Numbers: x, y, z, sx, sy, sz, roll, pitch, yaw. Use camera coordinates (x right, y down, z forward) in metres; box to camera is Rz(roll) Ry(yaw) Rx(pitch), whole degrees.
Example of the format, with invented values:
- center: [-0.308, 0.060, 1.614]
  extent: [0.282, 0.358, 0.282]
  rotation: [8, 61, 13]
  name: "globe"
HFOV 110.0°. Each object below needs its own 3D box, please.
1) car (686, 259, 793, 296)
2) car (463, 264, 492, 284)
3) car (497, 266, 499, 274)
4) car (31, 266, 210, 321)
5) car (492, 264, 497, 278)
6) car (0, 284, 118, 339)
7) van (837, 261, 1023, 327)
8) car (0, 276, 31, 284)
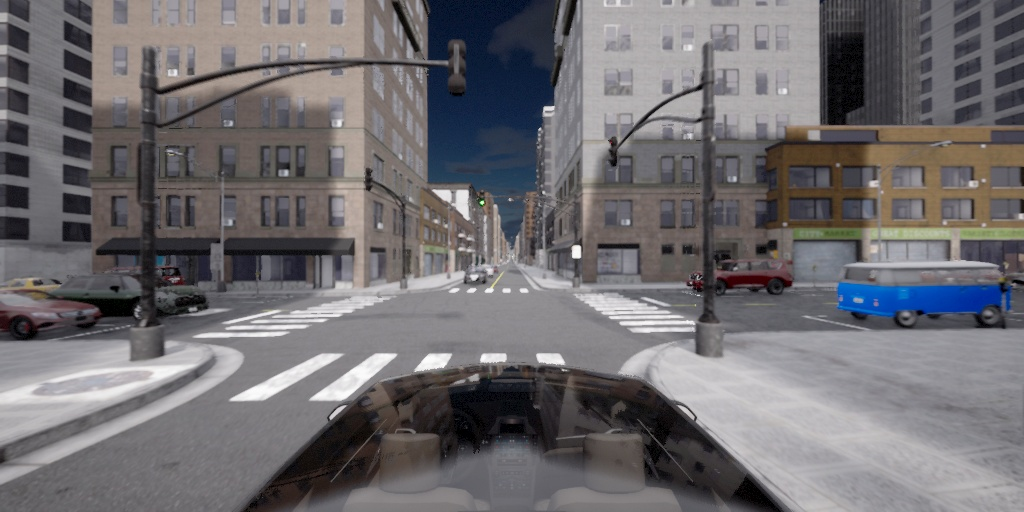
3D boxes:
- center: [12.106, 1.078, 19.171]
  extent: [5.009, 1.841, 2.192]
  rotation: [0, 0, 0]
  name: "car"
- center: [-3.093, 1.596, 31.184]
  extent: [2.128, 1.511, 4.902]
  rotation: [0, -1, -1]
  name: "car"
- center: [-3.048, 1.969, 54.342]
  extent: [1.994, 1.385, 4.181]
  rotation: [0, -1, 0]
  name: "car"
- center: [-14.003, 1.407, 13.244]
  extent: [4.553, 1.767, 2.097]
  rotation: [-1, 0, 0]
  name: "car"
- center: [-3.070, 1.757, 41.189]
  extent: [1.812, 1.442, 4.674]
  rotation: [0, -1, 0]
  name: "car"
- center: [-14.813, 1.634, 10.591]
  extent: [4.207, 1.307, 1.802]
  rotation: [0, 0, 0]
  name: "car"
- center: [12.124, 1.062, 10.646]
  extent: [3.998, 1.789, 1.690]
  rotation: [0, 0, 0]
  name: "van"
- center: [-26.009, 1.759, 19.093]
  extent: [4.829, 1.417, 1.751]
  rotation: [0, 0, 0]
  name: "car"
